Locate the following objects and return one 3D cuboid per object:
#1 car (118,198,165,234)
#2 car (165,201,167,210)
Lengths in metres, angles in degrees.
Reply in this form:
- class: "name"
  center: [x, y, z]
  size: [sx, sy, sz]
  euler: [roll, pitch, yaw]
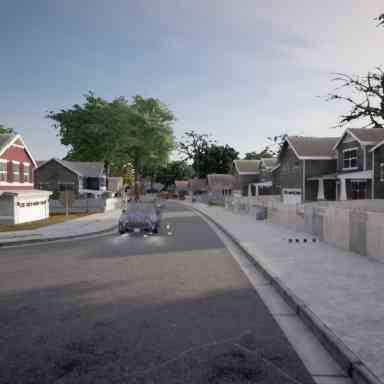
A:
- class: "car"
  center: [-2.862, 1.358, 19.094]
  size: [2.097, 1.767, 4.553]
  euler: [0, 0, -2]
- class: "car"
  center: [-4.409, 1.572, 44.583]
  size: [2.128, 1.511, 4.902]
  euler: [0, 0, -5]
